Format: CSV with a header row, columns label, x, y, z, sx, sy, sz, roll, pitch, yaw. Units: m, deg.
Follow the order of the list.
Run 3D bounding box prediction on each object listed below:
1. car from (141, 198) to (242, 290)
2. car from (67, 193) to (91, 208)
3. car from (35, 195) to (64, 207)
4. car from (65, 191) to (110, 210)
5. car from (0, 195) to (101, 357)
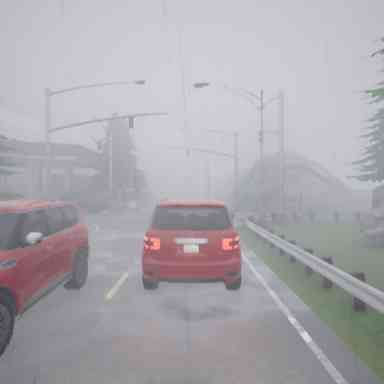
label,x,y,z,sx,sy,sz,roll,pitch,yaw
car,0.018,1.173,9.091,2.150,2.045,5.566,0,0,1
car,-14.557,1.084,43.142,1.905,1.878,3.866,0,0,-1
car,-20.267,1.228,47.416,2.242,1.667,4.611,0,0,-1
car,-10.111,0.888,29.272,5.566,2.045,2.150,0,0,-4
car,-3.586,1.187,6.063,2.150,2.045,5.566,0,0,0
